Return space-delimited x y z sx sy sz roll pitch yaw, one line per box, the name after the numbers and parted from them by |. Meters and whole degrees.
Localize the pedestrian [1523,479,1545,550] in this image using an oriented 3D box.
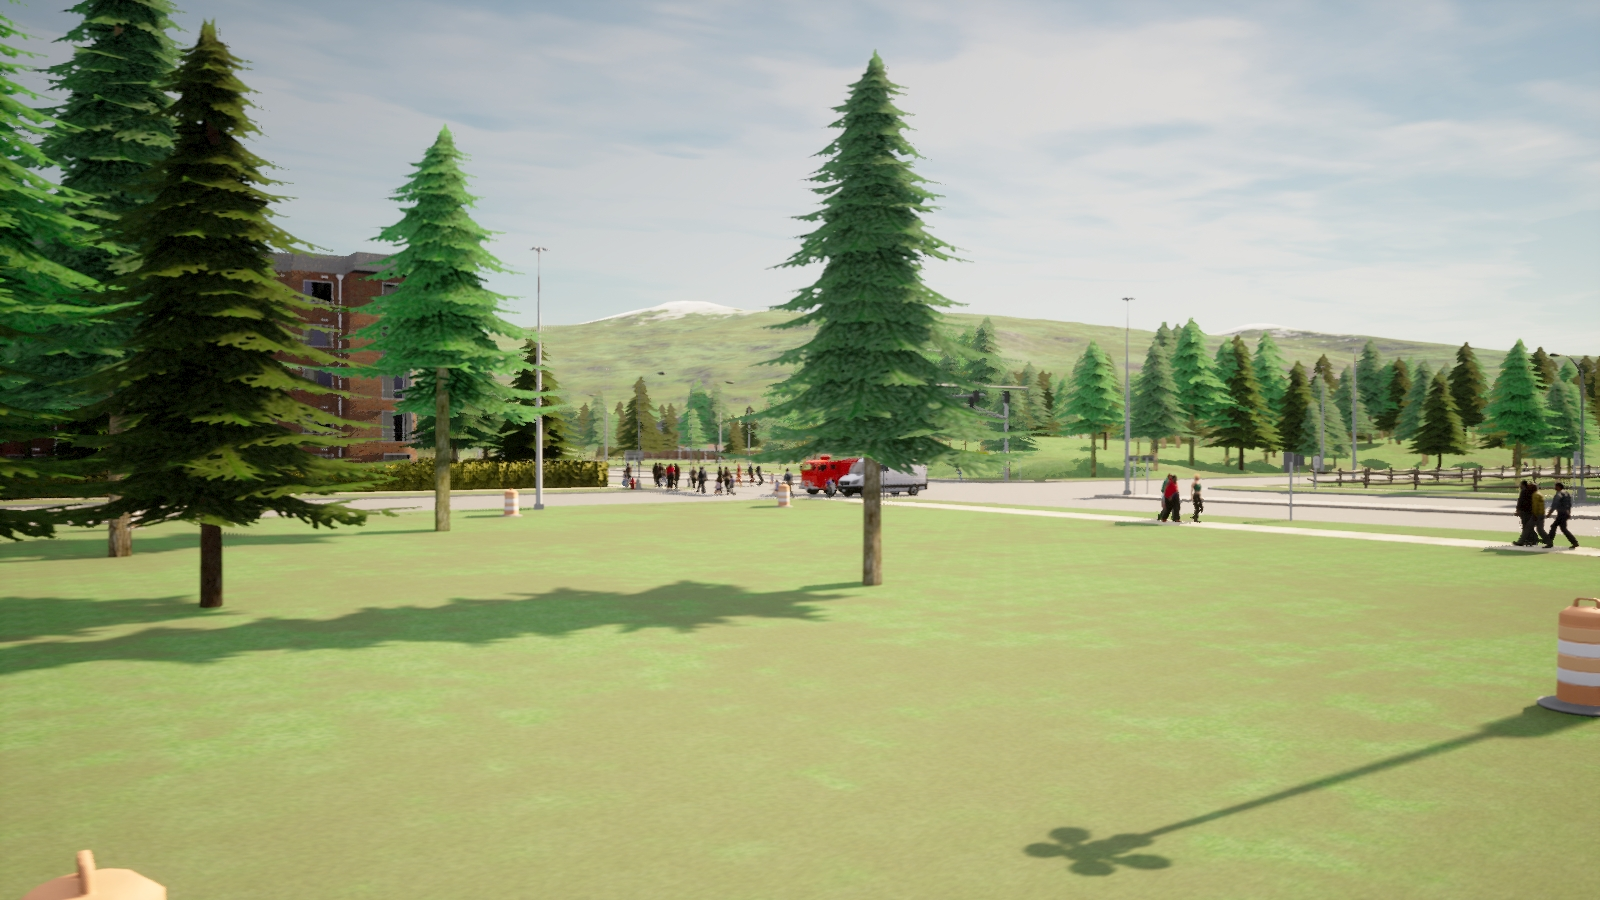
19.506 1.696 30.365 0.375 1.860 0.375 0 0 -32 | pedestrian

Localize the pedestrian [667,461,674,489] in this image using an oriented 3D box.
-8.660 1.696 76.443 0.375 1.860 0.375 0 0 -24 | pedestrian

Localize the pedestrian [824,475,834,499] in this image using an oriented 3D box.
1.565 1.976 61.500 0.375 1.300 0.375 0 0 -31 | pedestrian

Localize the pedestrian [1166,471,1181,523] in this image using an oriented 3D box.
13.456 1.696 41.179 0.375 1.860 0.375 0 0 -29 | pedestrian

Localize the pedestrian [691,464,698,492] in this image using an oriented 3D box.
-6.947 1.848 75.094 0.375 1.860 0.375 0 0 -25 | pedestrian

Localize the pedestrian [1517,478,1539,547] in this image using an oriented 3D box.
19.902 1.696 31.218 0.375 1.860 0.375 0 0 -29 | pedestrian

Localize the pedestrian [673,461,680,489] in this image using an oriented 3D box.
-8.353 1.696 77.067 0.375 1.860 0.375 0 0 -28 | pedestrian

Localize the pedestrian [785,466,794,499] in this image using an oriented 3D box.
-0.610 1.848 65.010 0.375 1.860 0.375 0 0 -44 | pedestrian

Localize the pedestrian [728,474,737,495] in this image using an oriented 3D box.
-4.181 2.128 70.667 0.375 1.300 0.375 0 0 -35 | pedestrian

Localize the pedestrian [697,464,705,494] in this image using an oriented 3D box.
-6.324 1.848 72.708 0.375 1.860 0.375 0 0 -35 | pedestrian

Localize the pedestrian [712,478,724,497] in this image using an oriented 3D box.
-4.996 2.292 69.689 0.500 1.100 0.500 0 0 -38 | pedestrian

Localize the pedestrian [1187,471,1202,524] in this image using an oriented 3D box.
14.181 1.696 41.070 0.375 1.860 0.375 0 0 -30 | pedestrian

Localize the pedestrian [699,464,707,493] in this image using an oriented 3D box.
-6.283 1.848 74.239 0.375 1.860 0.375 0 0 -33 | pedestrian

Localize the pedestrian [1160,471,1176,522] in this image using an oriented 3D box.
13.566 1.697 42.123 0.375 1.860 0.375 0 0 -30 | pedestrian

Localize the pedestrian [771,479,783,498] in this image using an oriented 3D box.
-1.321 2.228 66.077 0.500 1.100 0.500 0 0 -42 | pedestrian

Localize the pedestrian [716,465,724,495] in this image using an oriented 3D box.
-4.981 1.848 70.911 0.375 1.860 0.375 0 0 -41 | pedestrian

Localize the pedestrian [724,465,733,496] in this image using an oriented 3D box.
-4.368 1.848 69.826 0.375 1.860 0.375 0 0 -35 | pedestrian

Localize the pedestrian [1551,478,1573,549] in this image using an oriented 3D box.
20.309 1.696 30.452 0.375 1.860 0.375 0 0 -30 | pedestrian
